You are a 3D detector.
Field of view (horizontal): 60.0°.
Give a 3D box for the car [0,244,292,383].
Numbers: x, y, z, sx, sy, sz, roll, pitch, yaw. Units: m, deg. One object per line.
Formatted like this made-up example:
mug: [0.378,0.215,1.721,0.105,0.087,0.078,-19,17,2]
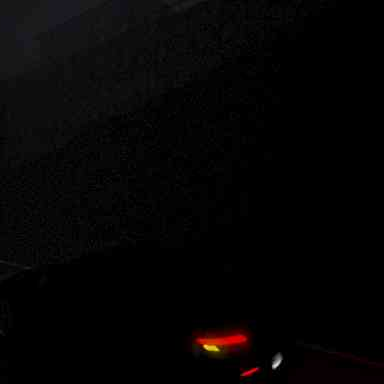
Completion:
car: [-0.992,1.501,4.730,4.674,1.442,1.812,0,0,36]
